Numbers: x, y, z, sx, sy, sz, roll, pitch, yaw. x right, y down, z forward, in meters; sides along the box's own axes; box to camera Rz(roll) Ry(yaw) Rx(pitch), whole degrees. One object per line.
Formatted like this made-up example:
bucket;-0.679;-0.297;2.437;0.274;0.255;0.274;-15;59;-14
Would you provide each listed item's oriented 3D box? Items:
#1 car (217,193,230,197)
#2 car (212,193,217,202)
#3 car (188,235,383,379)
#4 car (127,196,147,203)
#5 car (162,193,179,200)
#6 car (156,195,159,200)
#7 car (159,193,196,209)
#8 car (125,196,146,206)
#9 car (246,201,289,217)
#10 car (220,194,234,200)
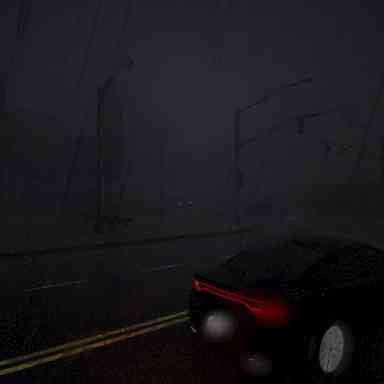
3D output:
car;7.773;1.395;68.764;3.806;1.475;1.970;0;0;-37
car;6.059;1.156;71.098;3.866;1.878;1.905;0;0;-37
car;2.261;1.478;5.619;5.008;1.535;1.882;0;0;-37
car;-11.669;1.540;70.554;2.033;1.411;5.357;0;0;-35
car;-5.646;1.156;86.848;3.866;1.878;1.905;0;0;-37
car;-7.324;1.153;89.207;4.605;1.855;1.932;0;0;-37
car;-1.965;1.351;44.354;2.097;1.767;4.553;0;0;-35
car;-9.470;1.489;55.104;2.128;1.511;4.902;0;0;-35
car;7.086;1.564;31.438;1.994;1.385;4.181;0;0;-35
car;10.003;1.395;95.066;3.806;1.475;1.970;0;0;-37
